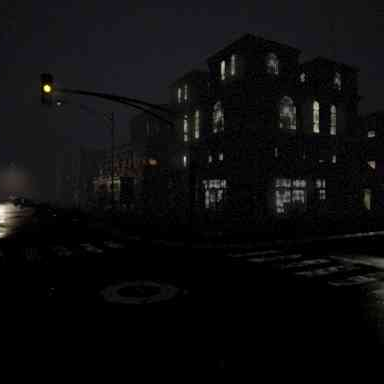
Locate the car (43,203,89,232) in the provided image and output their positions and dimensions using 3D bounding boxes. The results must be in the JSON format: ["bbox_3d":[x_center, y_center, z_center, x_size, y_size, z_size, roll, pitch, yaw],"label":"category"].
[{"bbox_3d":[-7.474,1.567,20.032,1.947,1.339,4.313,0,0,-31],"label":"car"}]

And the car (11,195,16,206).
[{"bbox_3d":[-27.288,1.450,53.220,1.967,1.590,4.097,0,0,-31],"label":"car"}]

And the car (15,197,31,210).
[{"bbox_3d":[-21.627,1.557,43.738,2.008,1.369,4.403,0,0,-31],"label":"car"}]

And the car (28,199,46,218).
[{"bbox_3d":[-13.134,1.585,29.513,1.802,1.307,4.206,0,0,-31],"label":"car"}]

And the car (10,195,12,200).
[{"bbox_3d":[-30.119,1.563,57.962,2.008,1.369,4.403,0,0,-31],"label":"car"}]

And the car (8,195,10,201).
[{"bbox_3d":[-35.780,1.599,67.443,1.802,1.307,4.206,0,0,-31],"label":"car"}]
